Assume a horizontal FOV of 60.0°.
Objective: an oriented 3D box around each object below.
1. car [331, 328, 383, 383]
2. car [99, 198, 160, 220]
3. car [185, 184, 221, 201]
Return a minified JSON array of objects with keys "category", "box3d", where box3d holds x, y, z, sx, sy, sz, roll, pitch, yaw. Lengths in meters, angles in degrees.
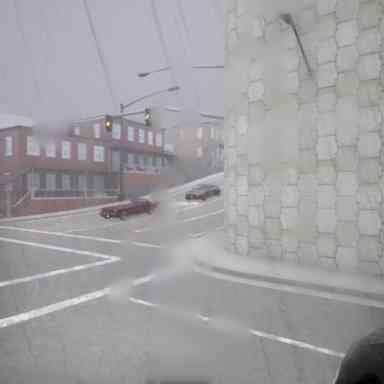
[{"category":"car","box3d":[3.308,1.492,1.604,4.902,1.511,2.128,0,0,36]},{"category":"car","box3d":[-4.560,1.186,24.729,1.895,1.301,4.718,0,5,35]},{"category":"car","box3d":[1.104,-0.041,32.727,1.994,1.385,4.181,0,9,35]}]
